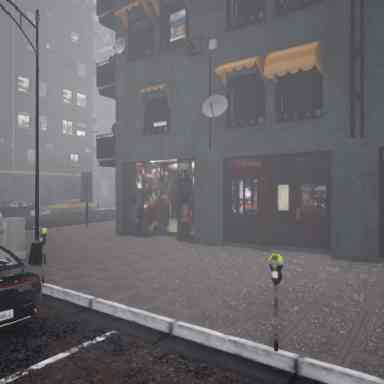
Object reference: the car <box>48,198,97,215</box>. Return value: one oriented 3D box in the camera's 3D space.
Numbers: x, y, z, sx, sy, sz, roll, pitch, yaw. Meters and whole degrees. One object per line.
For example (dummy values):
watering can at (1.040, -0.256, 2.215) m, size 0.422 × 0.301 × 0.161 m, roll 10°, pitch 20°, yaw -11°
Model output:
car at (-10.992, 1.250, 30.489) m, size 1.752 × 1.417 × 4.829 m, roll 1°, pitch 1°, yaw 35°

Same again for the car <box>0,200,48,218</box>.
car at (-14.076, 1.350, 26.060) m, size 2.008 × 1.369 × 4.403 m, roll 1°, pitch 1°, yaw 35°

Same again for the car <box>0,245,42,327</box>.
car at (-4.487, 1.551, 6.062) m, size 4.403 × 1.369 × 2.008 m, roll 0°, pitch 0°, yaw 35°
